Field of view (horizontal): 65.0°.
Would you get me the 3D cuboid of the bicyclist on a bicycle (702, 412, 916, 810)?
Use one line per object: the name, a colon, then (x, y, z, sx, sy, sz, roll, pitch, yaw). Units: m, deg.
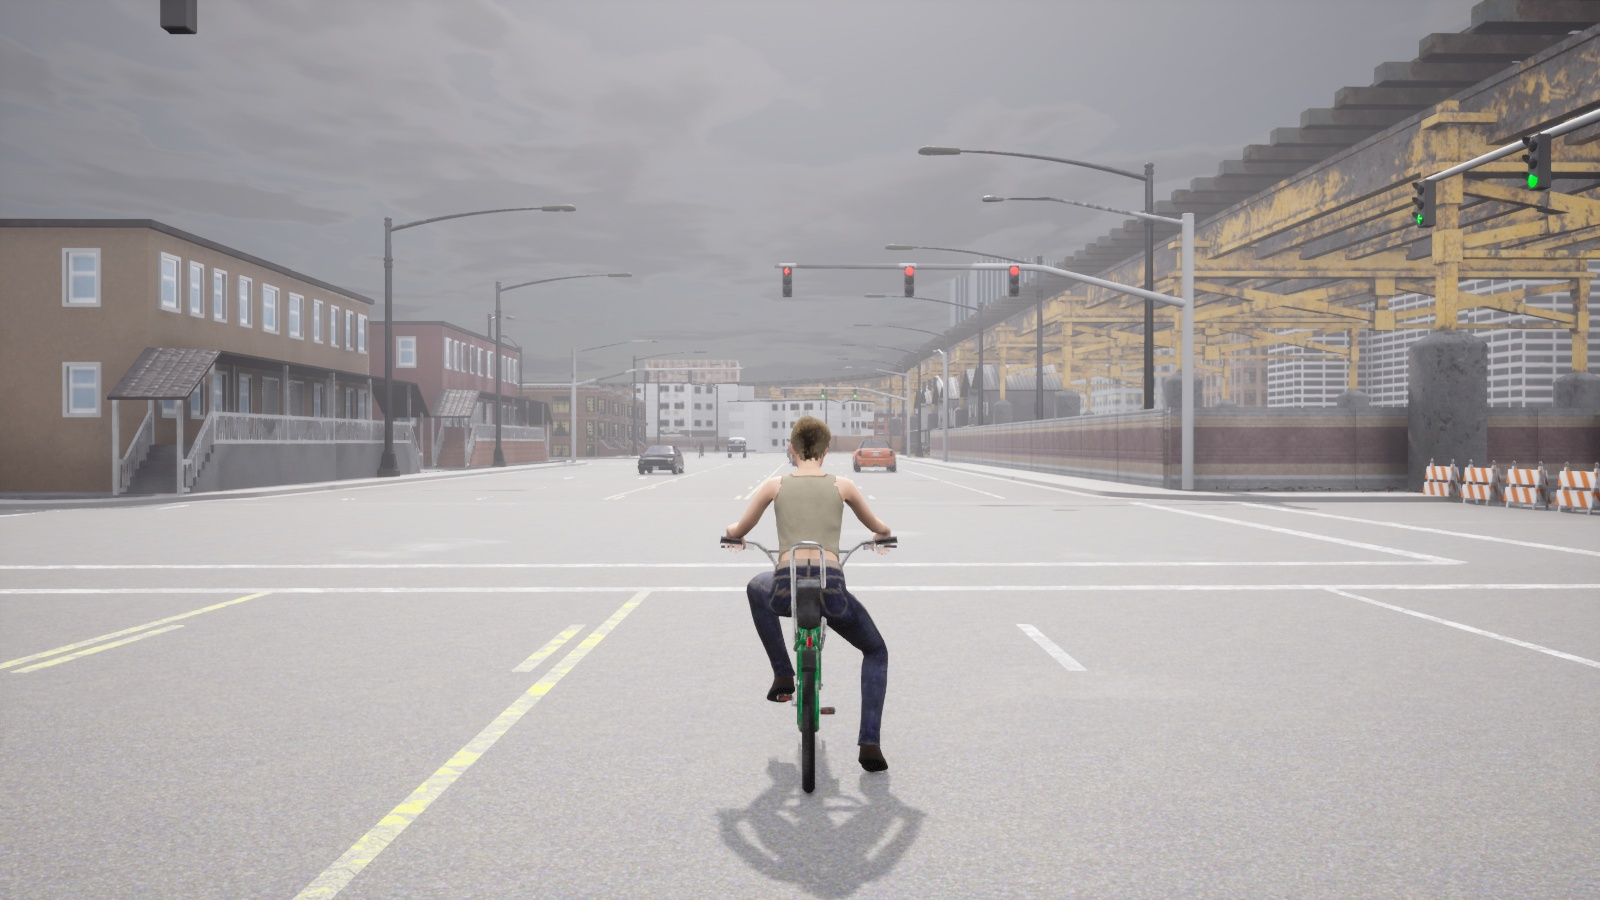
bicyclist on a bicycle: (0.041, 0.650, 5.845, 0.866, 1.612, 1.509, 0, 0, 0)

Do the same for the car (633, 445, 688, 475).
car: (-6.664, 0.446, 60.619, 2.033, 1.411, 5.357, 0, 0, 0)

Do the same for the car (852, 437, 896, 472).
car: (3.866, 0.235, 66.105, 2.097, 1.767, 4.553, 0, 0, 0)
